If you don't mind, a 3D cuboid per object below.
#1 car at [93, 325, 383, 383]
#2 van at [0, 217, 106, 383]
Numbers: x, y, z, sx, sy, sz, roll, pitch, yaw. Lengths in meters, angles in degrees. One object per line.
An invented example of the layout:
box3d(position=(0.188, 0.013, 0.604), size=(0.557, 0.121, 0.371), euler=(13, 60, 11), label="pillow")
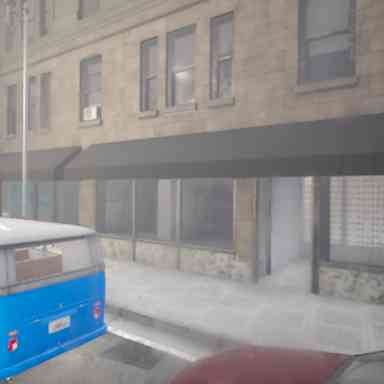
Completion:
box3d(position=(1.615, 1.585, 1.717), size=(4.206, 1.307, 1.802), euler=(1, 0, 34), label="car")
box3d(position=(-3.064, 1.284, 4.914), size=(3.998, 1.788, 1.690), euler=(1, 0, 34), label="van")
